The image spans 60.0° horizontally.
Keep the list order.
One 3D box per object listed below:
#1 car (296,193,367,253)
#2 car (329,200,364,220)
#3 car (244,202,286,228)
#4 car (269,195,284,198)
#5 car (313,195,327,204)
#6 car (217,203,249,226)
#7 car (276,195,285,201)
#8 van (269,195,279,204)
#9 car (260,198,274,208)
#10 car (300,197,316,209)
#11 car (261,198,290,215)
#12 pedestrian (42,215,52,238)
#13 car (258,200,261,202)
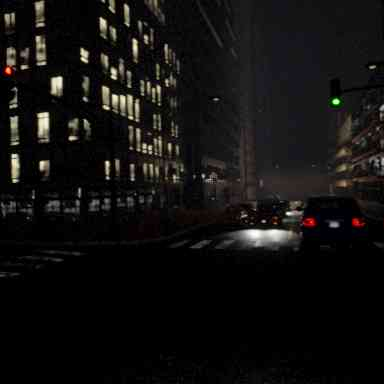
[{"bbox_3d":[5.544,1.182,13.605,2.150,2.045,5.566,-2,-1,18],"label":"car"},{"bbox_3d":[12.795,1.428,27.792,2.008,1.369,4.403,-3,-1,18],"label":"car"},{"bbox_3d":[5.009,1.620,22.377,1.994,1.385,4.181,-2,-1,18],"label":"car"},{"bbox_3d":[11.041,1.540,40.935,2.128,1.511,4.902,-2,-1,18],"label":"car"},{"bbox_3d":[23.128,1.309,60.108,1.967,1.590,4.097,-3,-1,18],"label":"car"},{"bbox_3d":[3.042,1.662,24.797,1.752,1.417,4.829,-3,-1,18],"label":"car"},{"bbox_3d":[23.769,1.672,89.587,2.008,1.369,4.403,-3,-1,18],"label":"car"},{"bbox_3d":[16.868,1.467,68.047,1.690,1.788,3.998,-3,-1,18],"label":"van"},{"bbox_3d":[11.710,1.711,51.886,1.802,1.307,4.206,-3,-1,18],"label":"car"},{"bbox_3d":[15.494,1.478,44.678,1.812,1.442,4.674,-2,-1,18],"label":"car"},{"bbox_3d":[7.893,1.601,31.297,2.033,1.411,5.357,-2,-1,18],"label":"car"},{"bbox_3d":[-6.948,1.661,16.052,0.500,1.100,0.500,-2,0,19],"label":"pedestrian"},{"bbox_3d":[4.818,1.701,30.343,1.947,1.339,4.313,-3,-1,18],"label":"car"}]
